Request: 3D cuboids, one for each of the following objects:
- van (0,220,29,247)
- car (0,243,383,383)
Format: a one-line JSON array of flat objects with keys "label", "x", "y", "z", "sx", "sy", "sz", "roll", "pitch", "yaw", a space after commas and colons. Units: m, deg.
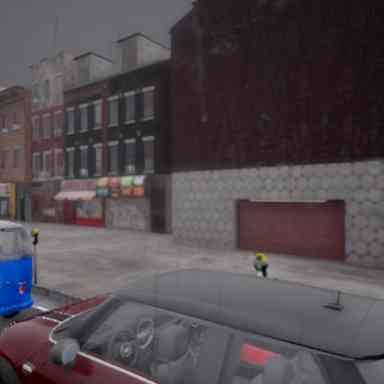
[{"label": "van", "x": -4.599, "y": 1.340, "z": 6.104, "sx": 3.998, "sy": 1.788, "sz": 1.690, "roll": 0, "pitch": -1, "yaw": 36}, {"label": "car", "x": -0.119, "y": 1.440, "z": 2.908, "sx": 4.097, "sy": 1.590, "sz": 1.967, "roll": 0, "pitch": -1, "yaw": 36}]
